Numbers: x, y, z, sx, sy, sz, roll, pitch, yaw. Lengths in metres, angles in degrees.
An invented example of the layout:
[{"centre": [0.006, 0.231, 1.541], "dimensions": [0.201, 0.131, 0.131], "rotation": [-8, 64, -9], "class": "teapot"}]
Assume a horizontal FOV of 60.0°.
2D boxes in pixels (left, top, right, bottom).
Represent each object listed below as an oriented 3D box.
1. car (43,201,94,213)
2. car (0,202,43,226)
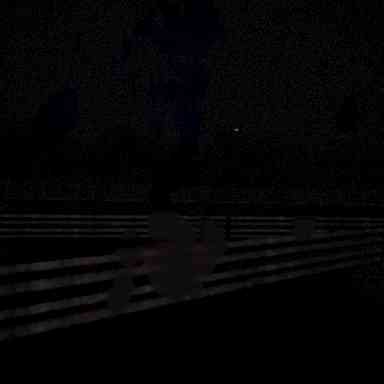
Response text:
[{"centre": [-9.366, 1.398, 23.693], "dimensions": [4.674, 1.442, 1.812], "rotation": [1, -1, -10], "class": "car"}, {"centre": [-11.853, 1.268, 19.677], "dimensions": [4.902, 1.511, 2.128], "rotation": [1, -1, -10], "class": "car"}]
